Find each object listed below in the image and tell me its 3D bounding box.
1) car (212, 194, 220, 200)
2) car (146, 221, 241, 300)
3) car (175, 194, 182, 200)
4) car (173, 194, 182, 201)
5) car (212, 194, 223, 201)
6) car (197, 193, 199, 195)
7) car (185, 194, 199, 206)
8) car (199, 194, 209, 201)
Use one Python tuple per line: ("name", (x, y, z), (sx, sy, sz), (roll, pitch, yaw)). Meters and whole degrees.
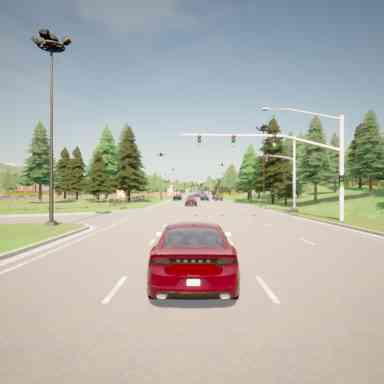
("car", (6.724, 1.370, 94.115), (2.033, 1.411, 5.357), (0, 0, 0))
("car", (0.038, 1.477, 8.459), (1.882, 1.535, 5.008), (0, 0, 0))
("car", (-3.776, 1.308, 94.084), (1.882, 1.535, 5.008), (0, 0, 0))
("car", (-3.745, 1.467, 83.664), (1.882, 1.535, 5.008), (0, 0, 0))
("car", (6.755, 1.515, 83.695), (2.128, 1.511, 4.902), (0, 0, 0))
("car", (3.224, 1.355, 94.105), (2.128, 1.511, 4.902), (0, 0, 0))
("car", (-0.155, 1.524, 53.062), (1.812, 1.442, 4.674), (0, 0, 0))
("car", (3.254, 1.514, 84.101), (1.812, 1.442, 4.674), (0, 0, 0))
